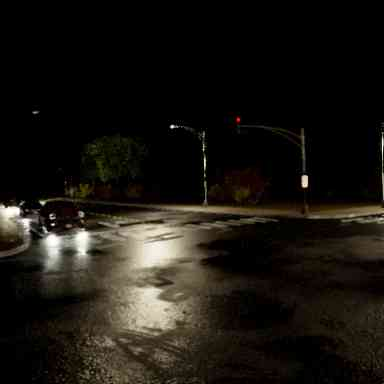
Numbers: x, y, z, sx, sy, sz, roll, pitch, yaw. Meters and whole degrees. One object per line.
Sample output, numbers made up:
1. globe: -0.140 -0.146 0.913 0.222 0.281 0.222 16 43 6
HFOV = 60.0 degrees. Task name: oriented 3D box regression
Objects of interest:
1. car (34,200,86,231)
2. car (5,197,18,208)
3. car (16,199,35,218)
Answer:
1. car: -8.141 1.335 20.640 2.097 1.767 4.553 -3 1 -32
2. car: -26.533 1.568 49.209 2.128 1.511 4.902 -3 1 -33
3. car: -15.002 1.545 31.280 1.812 1.442 4.674 -3 1 -33
